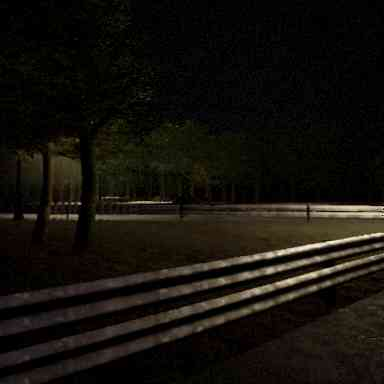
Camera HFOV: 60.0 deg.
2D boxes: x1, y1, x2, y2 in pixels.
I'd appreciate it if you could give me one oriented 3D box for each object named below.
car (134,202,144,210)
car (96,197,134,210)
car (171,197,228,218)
[{"bbox_3d":[-8.771,1.638,41.111,5.566,2.045,2.150,0,-1,8],"label":"car"},{"bbox_3d":[-9.337,1.698,37.654,4.553,1.767,2.097,0,-1,8],"label":"car"},{"bbox_3d":[0.732,1.480,32.743,5.566,2.045,2.150,0,-1,8],"label":"car"}]
